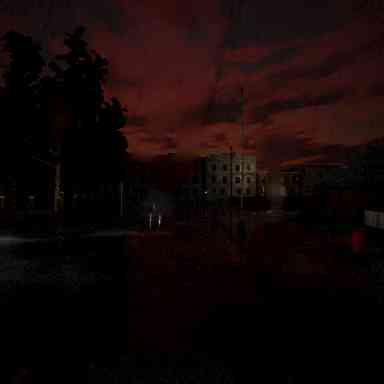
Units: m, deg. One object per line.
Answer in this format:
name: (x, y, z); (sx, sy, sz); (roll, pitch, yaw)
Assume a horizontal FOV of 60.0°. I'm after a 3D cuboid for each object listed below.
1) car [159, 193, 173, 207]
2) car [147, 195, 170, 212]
car: (-4.118, 1.221, 50.054); (2.150, 2.045, 5.566); (0, 0, 1)
car: (-4.139, 1.491, 39.465); (2.128, 1.511, 4.902); (0, 0, 0)
